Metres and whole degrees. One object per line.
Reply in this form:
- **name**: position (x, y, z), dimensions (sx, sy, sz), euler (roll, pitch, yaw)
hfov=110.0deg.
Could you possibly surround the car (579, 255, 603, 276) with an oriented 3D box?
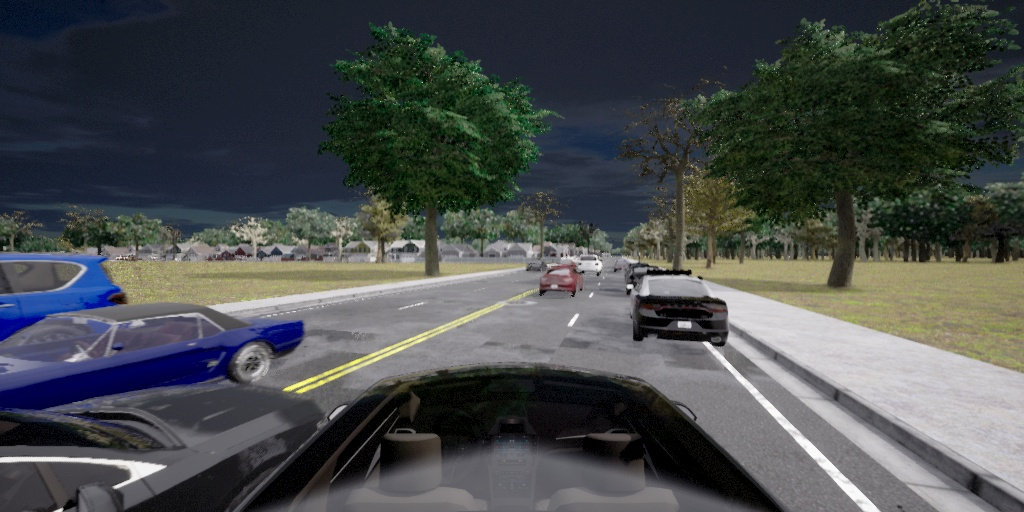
- **car**: position (8.147, 0.940, 37.213), dimensions (2.150, 2.045, 5.566), euler (0, 0, 17)

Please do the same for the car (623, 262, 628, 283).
- **car**: position (7.020, 1.234, 19.098), dimensions (1.837, 1.490, 4.892), euler (0, 0, 17)

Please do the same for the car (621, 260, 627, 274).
- **car**: position (8.743, 1.230, 24.845), dimensions (1.837, 1.490, 4.892), euler (0, 0, 17)

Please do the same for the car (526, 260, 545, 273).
- **car**: position (3.012, 1.220, 43.415), dimensions (1.837, 1.490, 4.892), euler (0, 0, 17)

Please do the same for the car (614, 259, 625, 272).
- **car**: position (13.595, 1.267, 44.395), dimensions (2.033, 1.411, 5.357), euler (0, 0, 17)

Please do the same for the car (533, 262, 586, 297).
- **car**: position (2.645, 1.254, 18.861), dimensions (1.812, 1.442, 4.674), euler (0, 0, 17)

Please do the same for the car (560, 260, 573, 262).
- **car**: position (6.762, 1.194, 44.602), dimensions (1.882, 1.535, 5.008), euler (0, 0, 17)

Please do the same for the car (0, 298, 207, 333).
- **car**: position (-5.256, 1.346, 4.525), dimensions (1.895, 1.301, 4.718), euler (0, 0, 17)

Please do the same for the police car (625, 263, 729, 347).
- **police car**: position (4.180, 1.165, 9.624), dimensions (1.930, 1.638, 5.238), euler (0, 0, 17)

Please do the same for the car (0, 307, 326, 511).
- **car**: position (-2.723, 1.255, 0.966), dimensions (1.837, 1.490, 4.892), euler (0, 0, 17)

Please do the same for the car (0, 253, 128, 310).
- **car**: position (-8.668, 0.967, 4.470), dimensions (2.150, 2.045, 5.566), euler (0, 0, 17)
